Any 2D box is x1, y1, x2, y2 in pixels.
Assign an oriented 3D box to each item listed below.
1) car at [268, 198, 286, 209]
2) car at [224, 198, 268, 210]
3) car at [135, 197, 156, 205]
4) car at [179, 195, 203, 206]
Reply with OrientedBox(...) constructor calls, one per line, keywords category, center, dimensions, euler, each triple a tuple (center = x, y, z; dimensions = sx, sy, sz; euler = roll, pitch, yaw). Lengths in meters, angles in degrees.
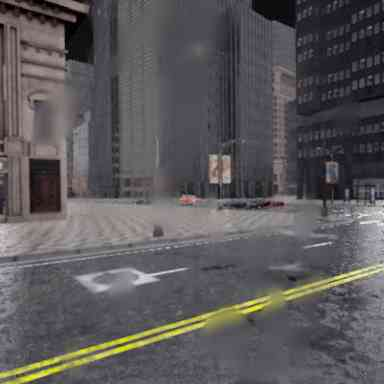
OrientedBox(category="car", center=(9.233, 1.373, 41.359), dimensions=(1.895, 1.301, 4.718), euler=(-1, 0, -35))
OrientedBox(category="car", center=(6.157, 1.374, 40.072), dimensions=(2.033, 1.411, 5.357), euler=(-1, 0, -35))
OrientedBox(category="car", center=(-8.629, 1.604, 61.016), dimensions=(2.033, 1.411, 5.357), euler=(-1, 0, -35))
OrientedBox(category="car", center=(-0.210, 1.262, 54.669), dimensions=(2.097, 1.767, 4.553), euler=(-1, 0, -35))
